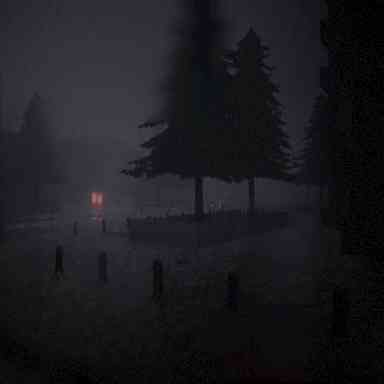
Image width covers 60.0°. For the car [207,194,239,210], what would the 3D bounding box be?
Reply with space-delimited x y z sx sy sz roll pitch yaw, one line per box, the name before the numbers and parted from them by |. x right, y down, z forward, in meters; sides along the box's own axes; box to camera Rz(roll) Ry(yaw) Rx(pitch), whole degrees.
car | 4.142 1.340 43.994 2.150 2.045 5.566 0 0 35
